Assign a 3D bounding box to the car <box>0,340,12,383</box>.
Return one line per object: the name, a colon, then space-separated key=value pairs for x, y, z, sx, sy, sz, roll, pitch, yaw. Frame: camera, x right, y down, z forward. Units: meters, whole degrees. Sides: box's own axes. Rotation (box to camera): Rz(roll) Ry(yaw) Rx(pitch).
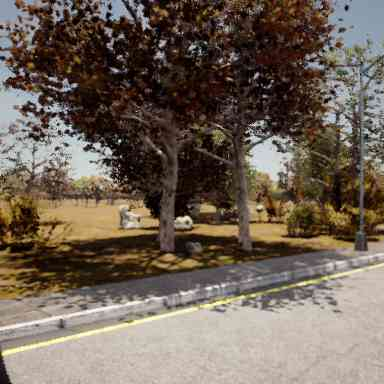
car: x=-3.616 y=1.596 z=1.718 sx=4.718 sy=1.301 sz=1.895 roll=1 pitch=-1 yaw=-35
